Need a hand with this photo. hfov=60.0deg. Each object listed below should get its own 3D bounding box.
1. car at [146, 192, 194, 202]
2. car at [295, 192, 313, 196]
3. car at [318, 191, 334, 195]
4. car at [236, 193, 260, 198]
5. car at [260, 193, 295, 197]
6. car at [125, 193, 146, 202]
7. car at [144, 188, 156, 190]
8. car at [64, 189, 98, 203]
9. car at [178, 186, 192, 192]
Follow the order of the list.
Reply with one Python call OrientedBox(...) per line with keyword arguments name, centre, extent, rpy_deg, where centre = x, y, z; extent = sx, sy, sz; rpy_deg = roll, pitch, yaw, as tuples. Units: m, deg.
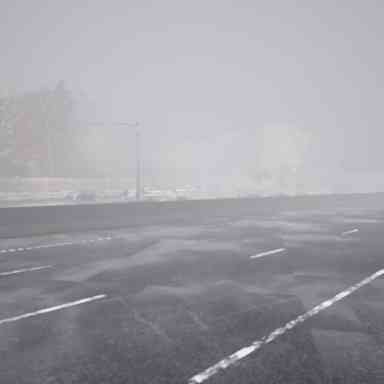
OrientedBox(name="car", centre=(-1.891, 1.073, 34.059), extent=(5.008, 1.535, 1.882), rpy_deg=(-1, 1, -45))
OrientedBox(name="car", centre=(20.331, 0.664, 60.857), extent=(4.902, 1.511, 2.128), rpy_deg=(-1, 1, -44))
OrientedBox(name="car", centre=(23.995, 0.660, 59.563), extent=(4.902, 1.511, 2.128), rpy_deg=(-1, 1, -44))
OrientedBox(name="car", centre=(8.452, 0.856, 49.183), extent=(4.902, 1.511, 2.128), rpy_deg=(-1, 1, -44))
OrientedBox(name="car", centre=(12.418, 0.830, 48.165), extent=(5.008, 1.535, 1.882), rpy_deg=(-1, 1, -44))
OrientedBox(name="car", centre=(-4.974, 1.109, 35.895), extent=(4.718, 1.301, 1.895), rpy_deg=(4, 1, -45))
OrientedBox(name="car", centre=(-7.532, 0.137, 57.456), extent=(2.128, 1.511, 4.902), rpy_deg=(0, 2, 23))
OrientedBox(name="car", centre=(-13.889, 0.412, 41.779), extent=(2.097, 1.767, 4.553), rpy_deg=(0, 1, 23))
OrientedBox(name="car", centre=(-1.391, -0.505, 71.474), extent=(1.882, 1.535, 5.008), rpy_deg=(0, 2, 24))
